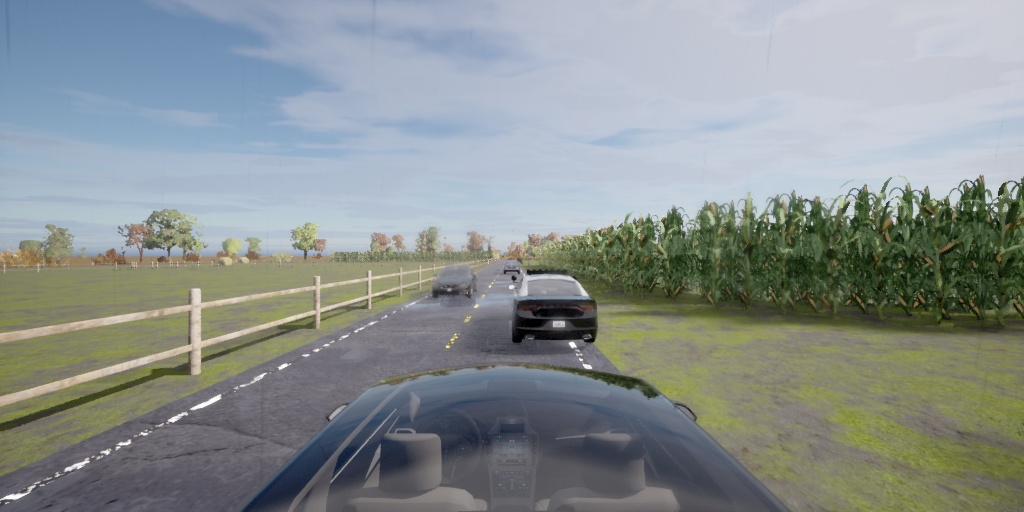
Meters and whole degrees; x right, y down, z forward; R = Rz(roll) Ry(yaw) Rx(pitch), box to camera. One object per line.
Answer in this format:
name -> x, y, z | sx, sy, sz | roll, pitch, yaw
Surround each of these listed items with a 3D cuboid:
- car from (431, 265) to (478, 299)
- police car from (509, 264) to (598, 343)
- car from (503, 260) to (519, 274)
car -> -2.795, 1.253, 18.325 | 1.837, 1.490, 4.892 | 0, 0, 0
police car -> 0.941, 1.175, 9.833 | 1.930, 1.638, 5.238 | 0, 0, 0
car -> -0.020, 1.298, 40.675 | 2.033, 1.411, 5.357 | 0, 0, 0
